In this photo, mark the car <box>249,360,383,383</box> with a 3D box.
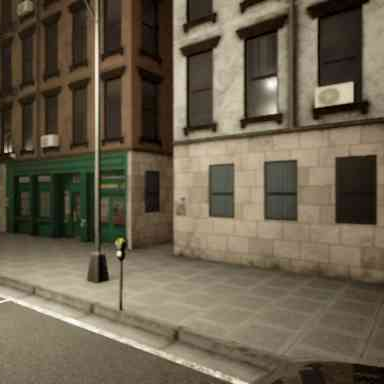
[{"bbox_3d":[2.096,1.548,1.316,4.403,1.369,2.008,0,0,35],"label":"car"}]
